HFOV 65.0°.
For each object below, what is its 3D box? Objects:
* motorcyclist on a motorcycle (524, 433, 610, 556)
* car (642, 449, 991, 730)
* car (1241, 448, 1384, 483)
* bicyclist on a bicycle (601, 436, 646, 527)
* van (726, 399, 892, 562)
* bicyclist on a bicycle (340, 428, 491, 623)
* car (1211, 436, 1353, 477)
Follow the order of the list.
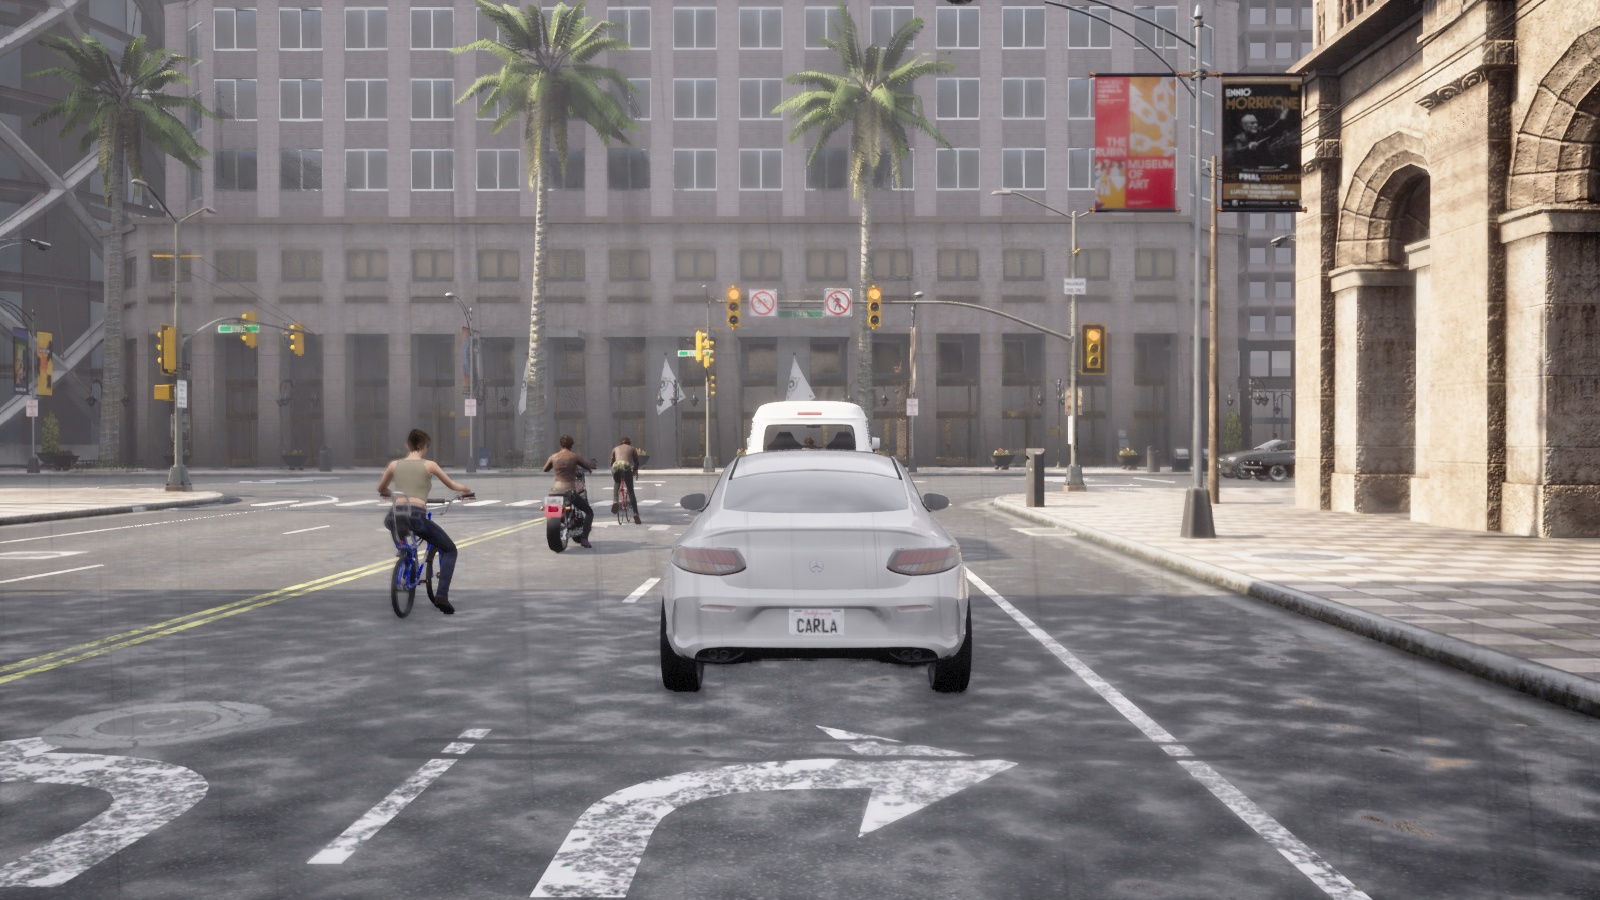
[{"bbox_3d":[-3.299,0.593,17.981,0.766,1.649,2.350,0,0,1],"label":"motorcyclist on a motorcycle"},{"bbox_3d":[0.104,0.722,8.867,1.812,1.442,4.674,0,0,0],"label":"car"},{"bbox_3d":[19.545,0.591,48.045,4.718,1.301,1.895,0,0,1],"label":"car"},{"bbox_3d":[-3.256,0.565,23.313,0.582,1.620,1.656,0,0,1],"label":"bicyclist on a bicycle"},{"bbox_3d":[0.170,0.369,17.908,2.069,2.038,4.480,0,0,1],"label":"van"},{"bbox_3d":[-3.366,0.617,11.144,0.866,1.612,1.509,0,0,0],"label":"bicyclist on a bicycle"},{"bbox_3d":[19.711,0.250,51.521,5.027,1.651,2.152,0,0,1],"label":"car"}]
